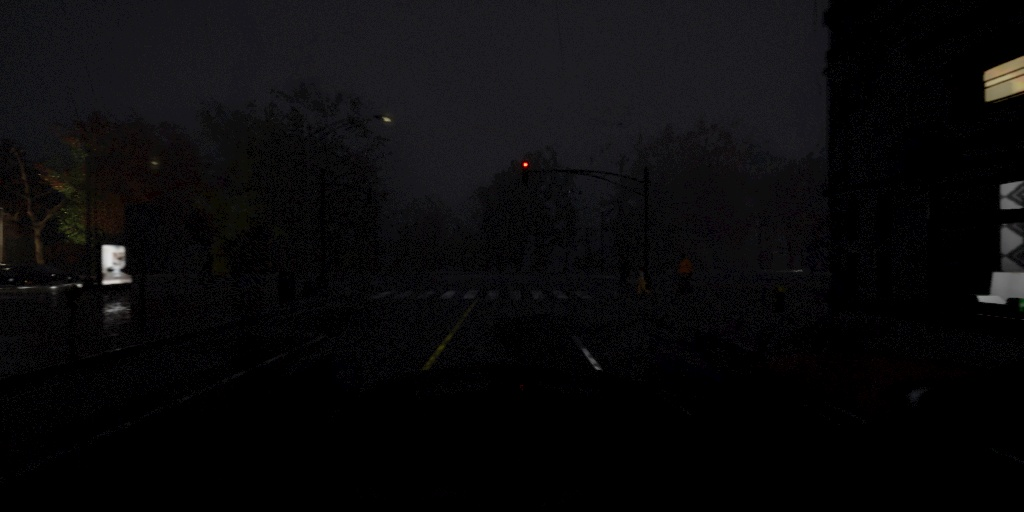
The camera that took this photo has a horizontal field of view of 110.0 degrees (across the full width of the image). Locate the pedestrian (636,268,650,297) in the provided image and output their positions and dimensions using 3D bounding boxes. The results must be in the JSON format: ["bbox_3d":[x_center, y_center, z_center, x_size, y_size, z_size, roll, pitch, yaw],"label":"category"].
[{"bbox_3d":[5.553,1.045,15.158,0.375,1.300,0.375,1,0,0],"label":"pedestrian"}]

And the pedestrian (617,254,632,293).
[{"bbox_3d":[5.099,0.750,16.359,0.375,1.860,0.375,1,0,0],"label":"pedestrian"}]

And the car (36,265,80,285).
[{"bbox_3d":[-35.025,1.363,26.555,4.674,1.442,1.812,-1,0,2],"label":"car"}]

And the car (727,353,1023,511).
[{"bbox_3d":[2.704,1.074,0.754,2.192,1.841,5.009,0,0,0],"label":"car"}]

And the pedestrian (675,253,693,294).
[{"bbox_3d":[7.571,0.752,15.759,0.375,1.860,0.375,1,0,0],"label":"pedestrian"}]

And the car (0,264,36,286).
[{"bbox_3d":[-34.451,1.383,23.284,4.181,1.385,1.994,-1,0,1],"label":"car"}]
